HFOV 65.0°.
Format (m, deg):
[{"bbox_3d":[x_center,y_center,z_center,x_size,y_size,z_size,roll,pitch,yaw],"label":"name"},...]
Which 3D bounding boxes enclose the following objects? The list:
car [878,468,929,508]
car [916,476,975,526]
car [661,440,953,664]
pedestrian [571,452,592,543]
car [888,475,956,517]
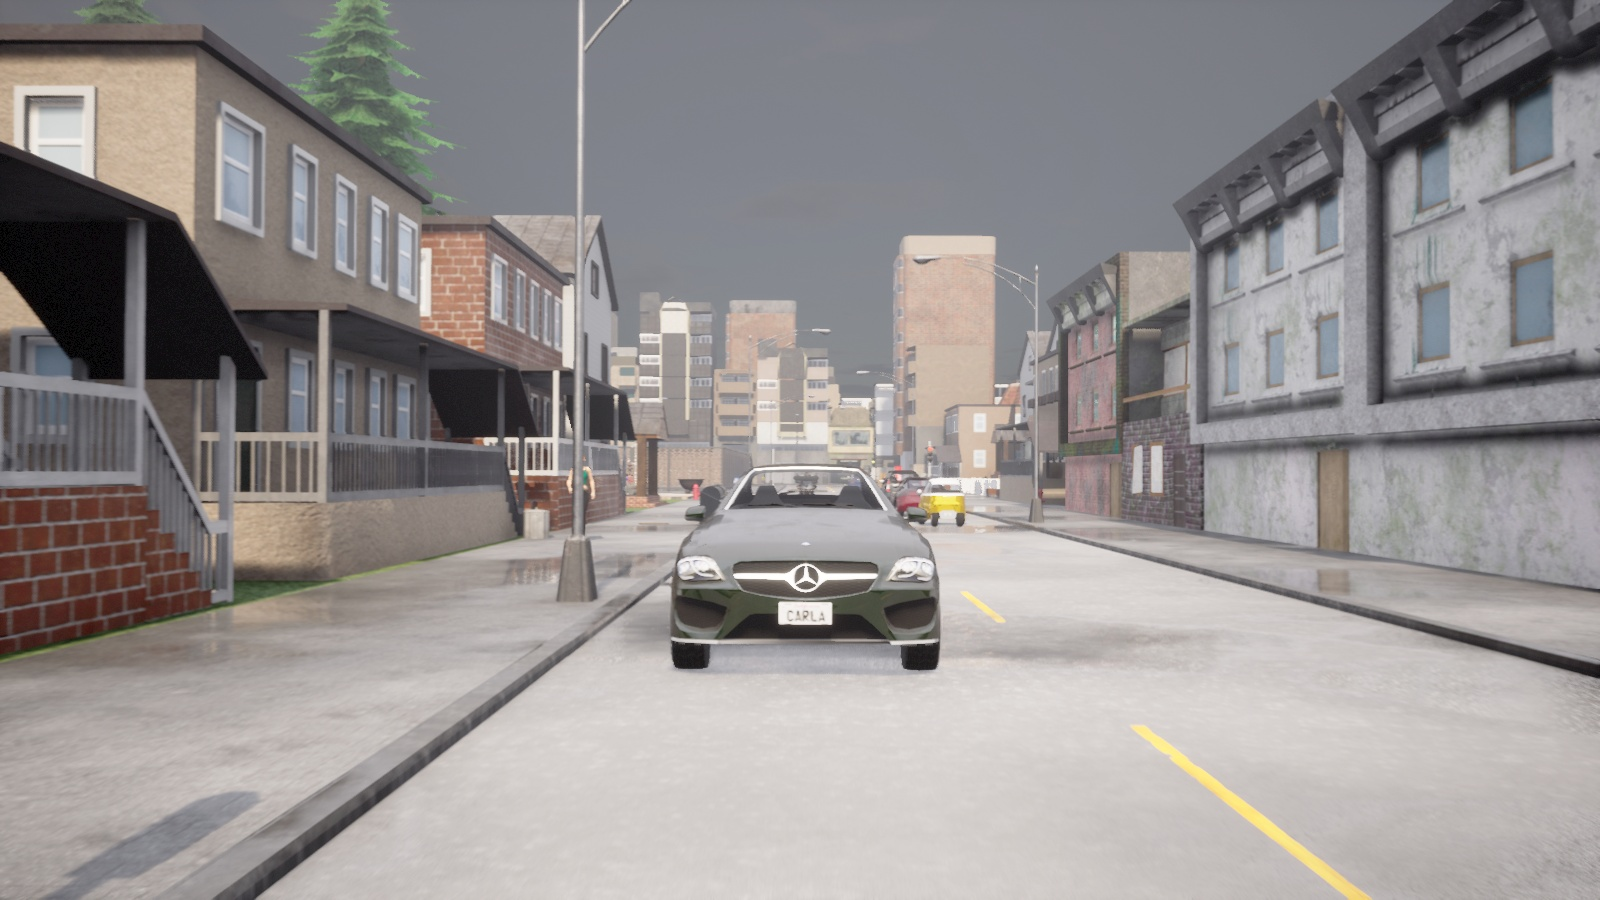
[{"bbox_3d":[4.328,1.582,52.910,1.851,1.617,3.988,0,-1,0],"label":"car"},{"bbox_3d":[4.225,1.468,36.676,1.481,1.376,2.207,0,-1,0],"label":"car"},{"bbox_3d":[0.067,0.790,11.791,2.152,1.651,5.027,0,-1,0],"label":"car"},{"bbox_3d":[-4.470,0.971,25.700,0.345,1.836,0.594,0,-1,0],"label":"pedestrian"},{"bbox_3d":[4.281,1.610,44.634,1.994,1.385,4.181,0,-1,0],"label":"car"}]
